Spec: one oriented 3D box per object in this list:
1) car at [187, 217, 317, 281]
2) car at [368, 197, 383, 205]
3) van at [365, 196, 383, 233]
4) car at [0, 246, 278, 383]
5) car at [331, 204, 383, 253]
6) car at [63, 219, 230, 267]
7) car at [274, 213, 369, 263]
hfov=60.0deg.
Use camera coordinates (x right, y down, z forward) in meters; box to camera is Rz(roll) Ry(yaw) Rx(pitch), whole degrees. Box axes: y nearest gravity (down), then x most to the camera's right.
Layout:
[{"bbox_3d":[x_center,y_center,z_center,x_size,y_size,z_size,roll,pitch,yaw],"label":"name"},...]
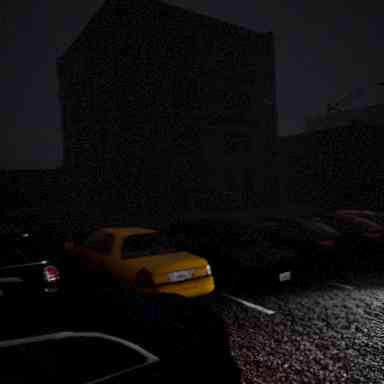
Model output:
[{"bbox_3d":[0.722,1.509,9.484,2.163,1.488,4.792,0,0,-36],"label":"car"},{"bbox_3d":[9.674,1.225,15.941,2.435,2.045,5.566,0,0,-36],"label":"car"},{"bbox_3d":[11.895,1.250,17.634,1.878,1.987,4.442,0,0,-36],"label":"van"},{"bbox_3d":[-1.859,1.495,2.047,4.902,1.511,2.128,0,0,-35],"label":"car"},{"bbox_3d":[7.629,1.474,14.219,1.946,1.575,5.366,0,0,-36],"label":"car"},{"bbox_3d":[-1.675,1.477,8.037,1.946,1.575,5.366,0,0,-36],"label":"car"},{"bbox_3d":[2.978,1.518,11.125,2.002,1.452,4.674,0,0,-35],"label":"car"}]
